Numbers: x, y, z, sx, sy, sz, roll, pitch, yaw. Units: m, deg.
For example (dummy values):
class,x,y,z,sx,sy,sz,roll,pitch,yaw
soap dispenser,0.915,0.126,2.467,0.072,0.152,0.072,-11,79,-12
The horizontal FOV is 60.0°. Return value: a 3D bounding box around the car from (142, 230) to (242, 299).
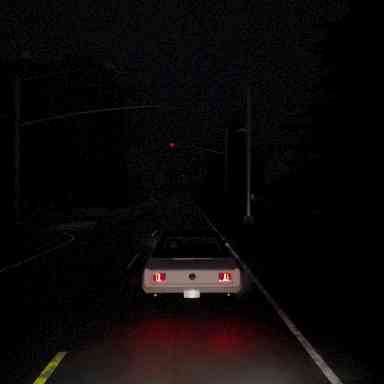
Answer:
class,x,y,z,sx,sy,sz,roll,pitch,yaw
car,-0.036,1.601,8.377,1.895,1.301,4.718,0,0,-1
